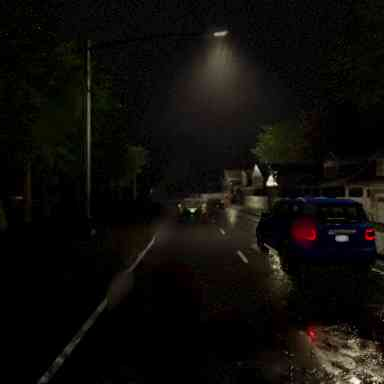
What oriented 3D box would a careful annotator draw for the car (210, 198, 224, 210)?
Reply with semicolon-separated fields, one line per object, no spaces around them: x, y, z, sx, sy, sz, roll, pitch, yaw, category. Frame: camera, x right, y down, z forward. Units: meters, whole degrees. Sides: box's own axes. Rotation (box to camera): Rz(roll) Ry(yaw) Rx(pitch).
2.869;1.487;41.966;2.128;1.511;4.902;0;0;-3;car

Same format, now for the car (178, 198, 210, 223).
0.000;1.351;25.364;2.097;1.767;4.553;0;0;-1;car

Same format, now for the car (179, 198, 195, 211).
-0.624;1.526;41.717;1.812;1.442;4.674;0;0;-3;car

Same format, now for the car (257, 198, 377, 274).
3.592;1.205;10.643;2.150;2.045;5.566;0;0;0;car
